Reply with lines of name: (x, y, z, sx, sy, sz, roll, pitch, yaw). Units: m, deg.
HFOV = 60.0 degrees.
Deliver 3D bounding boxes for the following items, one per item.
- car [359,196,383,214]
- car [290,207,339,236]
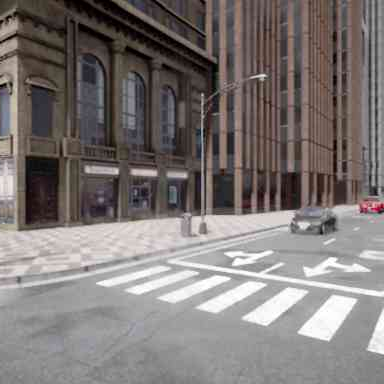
car: (21.571, 1.527, 39.776, 2.150, 2.045, 5.566, 0, 0, 36)
car: (7.428, 1.665, 19.987, 2.128, 1.511, 4.902, 0, 0, 36)
